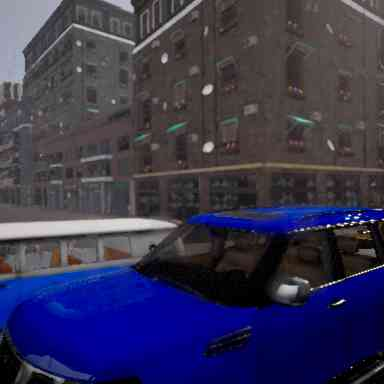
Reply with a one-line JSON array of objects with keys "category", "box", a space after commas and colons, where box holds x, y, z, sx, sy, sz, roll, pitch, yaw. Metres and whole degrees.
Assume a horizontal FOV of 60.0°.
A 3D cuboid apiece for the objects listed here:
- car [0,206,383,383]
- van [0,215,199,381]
[{"category": "car", "box": [0.807, 1.232, 3.953, 5.566, 2.045, 2.150, 0, 0, -35]}, {"category": "van", "box": [-1.999, 1.346, 5.154, 3.998, 1.788, 1.690, 0, -1, -35]}]
